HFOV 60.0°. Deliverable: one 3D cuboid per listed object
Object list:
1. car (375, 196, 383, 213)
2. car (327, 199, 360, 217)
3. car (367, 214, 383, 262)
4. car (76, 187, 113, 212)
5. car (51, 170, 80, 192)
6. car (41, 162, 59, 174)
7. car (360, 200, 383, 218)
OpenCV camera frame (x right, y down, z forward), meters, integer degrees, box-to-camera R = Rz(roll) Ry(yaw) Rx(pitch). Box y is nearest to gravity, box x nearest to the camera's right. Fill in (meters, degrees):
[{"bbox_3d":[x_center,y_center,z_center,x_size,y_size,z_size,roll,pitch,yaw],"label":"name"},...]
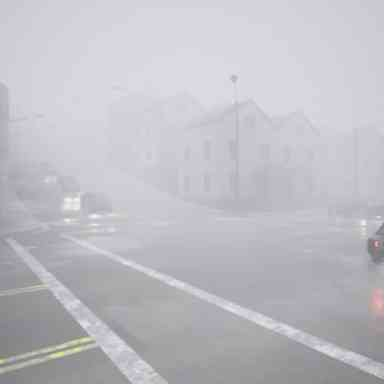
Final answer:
[{"bbox_3d":[22.473,1.315,36.686,4.553,1.767,2.097,0,0,-34],"label":"car"},{"bbox_3d":[14.848,1.463,31.532,4.902,1.511,2.128,0,0,-34],"label":"car"},{"bbox_3d":[7.371,1.589,11.239,1.895,1.301,4.718,0,0,38],"label":"car"},{"bbox_3d":[-8.945,0.816,31.047,1.837,1.490,4.892,0,7,-35],"label":"car"},{"bbox_3d":[-14.675,-1.099,39.388,2.128,1.511,4.902,0,14,-34],"label":"car"},{"bbox_3d":[-20.507,-3.550,47.979,2.033,1.411,5.357,1,13,-33],"label":"car"},{"bbox_3d":[17.051,1.449,28.797,5.008,1.535,1.882,0,0,-34],"label":"car"}]
